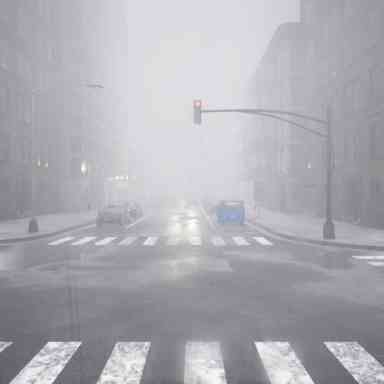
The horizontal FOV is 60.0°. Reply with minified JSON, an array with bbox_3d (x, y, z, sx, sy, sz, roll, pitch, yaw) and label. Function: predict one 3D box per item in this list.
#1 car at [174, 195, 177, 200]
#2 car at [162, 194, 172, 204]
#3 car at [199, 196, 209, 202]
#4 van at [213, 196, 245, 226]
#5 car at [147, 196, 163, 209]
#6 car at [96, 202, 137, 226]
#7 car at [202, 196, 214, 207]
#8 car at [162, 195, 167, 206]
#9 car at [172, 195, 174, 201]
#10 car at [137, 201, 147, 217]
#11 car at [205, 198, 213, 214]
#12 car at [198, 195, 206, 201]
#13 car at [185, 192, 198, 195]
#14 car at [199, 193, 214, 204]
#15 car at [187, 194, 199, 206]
[{"bbox_3d":[-5.388,1.411,80.012,1.967,1.590,4.097,0,0,0],"label":"car"},{"bbox_3d":[-5.388,1.549,62.967,1.947,1.339,4.313,0,0,0],"label":"car"},{"bbox_3d":[2.637,1.526,74.334,2.008,1.369,4.403,0,0,0],"label":"car"},{"bbox_3d":[2.637,1.340,23.203,1.690,1.788,3.998,0,0,0],"label":"van"},{"bbox_3d":[-5.388,1.521,45.752,1.752,1.417,4.829,0,0,0],"label":"car"},{"bbox_3d":[-5.388,1.550,23.194,2.008,1.369,4.403,0,0,0],"label":"car"},{"bbox_3d":[2.637,1.577,45.928,1.802,1.307,4.206,0,0,0],"label":"car"},{"bbox_3d":[-5.388,1.557,51.604,1.947,1.339,4.313,0,0,0],"label":"car"},{"bbox_3d":[-5.388,1.294,68.648,2.192,1.841,5.009,0,0,0],"label":"car"},{"bbox_3d":[-5.388,1.544,28.875,1.887,1.381,4.507,0,0,0],"label":"car"},{"bbox_3d":[2.637,1.581,34.565,1.802,1.307,4.206,0,0,0],"label":"car"},{"bbox_3d":[2.637,1.533,85.697,1.947,1.339,4.313,0,0,0],"label":"car"},{"bbox_3d":[0.094,1.332,67.112,2.097,1.767,4.553,0,0,-2],"label":"car"},{"bbox_3d":[2.637,1.306,51.609,2.192,1.841,5.009,0,0,0],"label":"car"},{"bbox_3d":[0.098,1.516,54.086,1.812,1.442,4.674,0,0,0],"label":"car"}]
